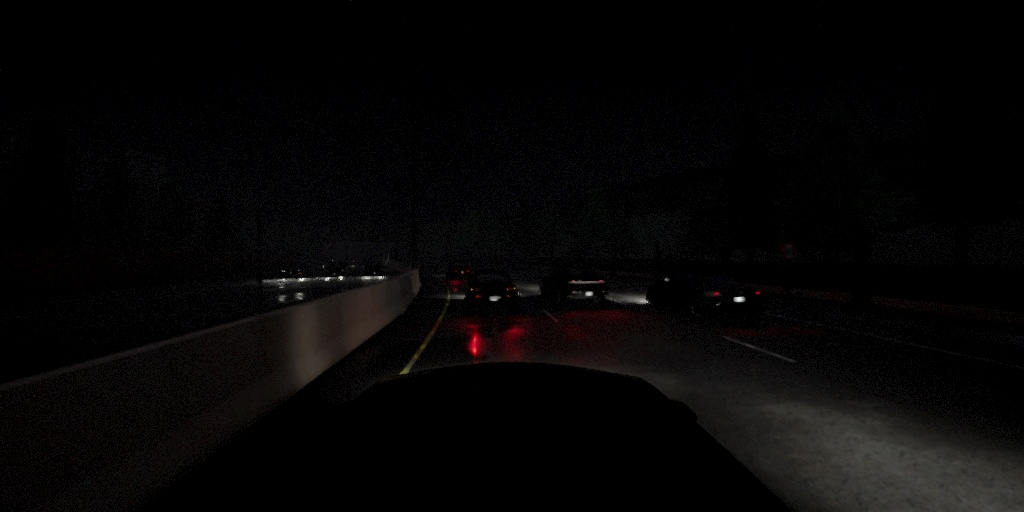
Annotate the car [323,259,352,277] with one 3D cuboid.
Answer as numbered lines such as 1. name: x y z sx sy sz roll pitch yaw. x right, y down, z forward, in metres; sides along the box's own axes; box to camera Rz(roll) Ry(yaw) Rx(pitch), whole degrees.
1. car: -17.438 1.260 35.691 2.033 1.411 5.357 -1 0 -22

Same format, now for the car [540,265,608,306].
1. car: 2.473 1.148 15.361 2.128 1.511 4.902 0 0 -8

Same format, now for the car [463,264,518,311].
1. car: -0.887 1.217 14.068 1.812 1.442 4.674 0 0 -8

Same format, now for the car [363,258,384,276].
1. car: -13.970 1.228 36.420 2.033 1.411 5.357 -1 0 -21

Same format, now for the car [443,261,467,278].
1. car: -4.764 1.155 31.704 1.812 1.442 4.674 0 0 -17

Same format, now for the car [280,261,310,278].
1. car: -20.588 1.253 34.120 1.837 1.490 4.892 0 0 -22

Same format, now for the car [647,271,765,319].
1. car: 6.353 1.205 12.311 1.994 1.385 4.181 0 0 -5
